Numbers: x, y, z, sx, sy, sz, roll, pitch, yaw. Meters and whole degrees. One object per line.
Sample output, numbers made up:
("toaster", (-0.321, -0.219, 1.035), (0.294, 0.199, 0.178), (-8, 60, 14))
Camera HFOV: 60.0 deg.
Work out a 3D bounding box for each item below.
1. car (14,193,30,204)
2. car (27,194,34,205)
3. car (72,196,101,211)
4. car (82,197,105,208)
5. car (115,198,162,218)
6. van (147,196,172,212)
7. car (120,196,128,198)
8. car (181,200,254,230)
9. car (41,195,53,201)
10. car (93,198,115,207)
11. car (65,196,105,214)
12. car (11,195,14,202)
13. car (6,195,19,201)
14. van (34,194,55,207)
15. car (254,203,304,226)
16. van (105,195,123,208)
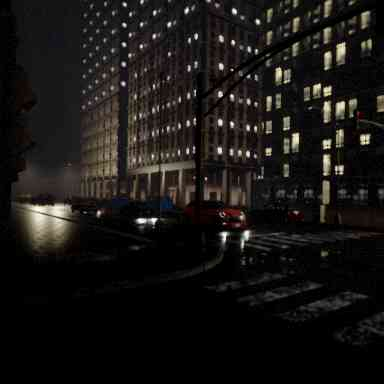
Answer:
("car", (-30.332, 1.147, 60.661), (2.192, 1.841, 5.009), (1, -1, -35))
("car", (-23.794, 1.424, 51.448), (1.802, 1.307, 4.206), (1, -1, -35))
("car", (-13.000, 1.386, 40.758), (1.882, 1.535, 5.008), (1, 0, -35))
("car", (-14.305, 1.485, 48.002), (1.812, 1.442, 4.674), (1, -1, -35))
("car", (-4.727, 1.490, 29.076), (1.994, 1.385, 4.181), (1, -1, -35))
("van", (-3.875, 1.367, 37.882), (1.690, 1.788, 3.998), (1, -1, -35))
("car", (-7.150, 1.570, 42.486), (2.008, 1.369, 4.403), (1, -1, -35))
("car", (1.281, 1.293, 20.625), (2.097, 1.767, 4.553), (1, -1, -35))
("car", (-36.590, 1.555, 83.931), (1.802, 1.307, 4.206), (1, -1, -35))
("car", (-13.692, 1.572, 51.695), (1.947, 1.339, 4.313), (1, -1, -35))
("car", (-10.710, 1.419, 33.029), (2.008, 1.369, 4.403), (1, -1, -35))
("car", (-36.878, 1.388, 69.869), (1.947, 1.339, 4.313), (1, -1, -35))
("car", (-40.148, 1.369, 74.474), (2.008, 1.369, 4.403), (1, -1, -35))
("van", (-20.519, 1.189, 46.846), (1.690, 1.788, 3.998), (1, -1, -35))
("car", (5.936, 1.490, 24.066), (1.967, 1.590, 4.097), (1, -1, -35))
("van", (-10.417, 1.353, 47.093), (1.690, 1.788, 3.998), (1, -1, -35))
